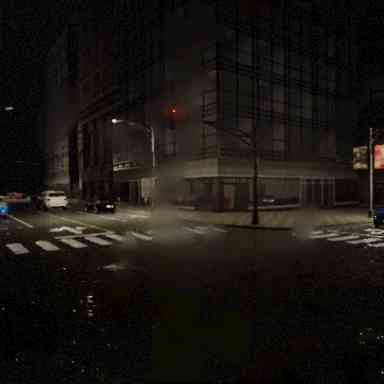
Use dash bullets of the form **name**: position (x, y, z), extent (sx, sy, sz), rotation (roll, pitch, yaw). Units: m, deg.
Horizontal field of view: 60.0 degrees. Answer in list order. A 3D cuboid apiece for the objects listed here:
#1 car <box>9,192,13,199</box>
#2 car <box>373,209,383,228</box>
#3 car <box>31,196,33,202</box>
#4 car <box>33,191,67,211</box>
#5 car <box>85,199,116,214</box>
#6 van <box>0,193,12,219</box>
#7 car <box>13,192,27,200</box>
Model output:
- **car**: position (-38.024, 0.827, 72.400), extent (2.008, 1.369, 4.403), rotation (0, 1, -35)
- **car**: position (13.518, 1.483, 21.280), extent (5.008, 1.535, 1.882), rotation (0, 0, -36)
- **car**: position (-24.924, 1.037, 53.990), extent (1.887, 1.381, 4.507), rotation (0, 1, -35)
- **car**: position (-15.161, 0.924, 35.830), extent (2.150, 2.045, 5.566), rotation (-1, 1, -35)
- **car**: position (-8.548, 1.303, 30.977), extent (1.947, 1.339, 4.313), rotation (0, 1, -35)
- **van**: position (-15.494, 1.175, 26.032), extent (1.690, 1.788, 3.998), rotation (0, 1, -35)
- **car**: position (-34.749, 0.913, 67.798), extent (1.802, 1.307, 4.206), rotation (0, 1, -35)
